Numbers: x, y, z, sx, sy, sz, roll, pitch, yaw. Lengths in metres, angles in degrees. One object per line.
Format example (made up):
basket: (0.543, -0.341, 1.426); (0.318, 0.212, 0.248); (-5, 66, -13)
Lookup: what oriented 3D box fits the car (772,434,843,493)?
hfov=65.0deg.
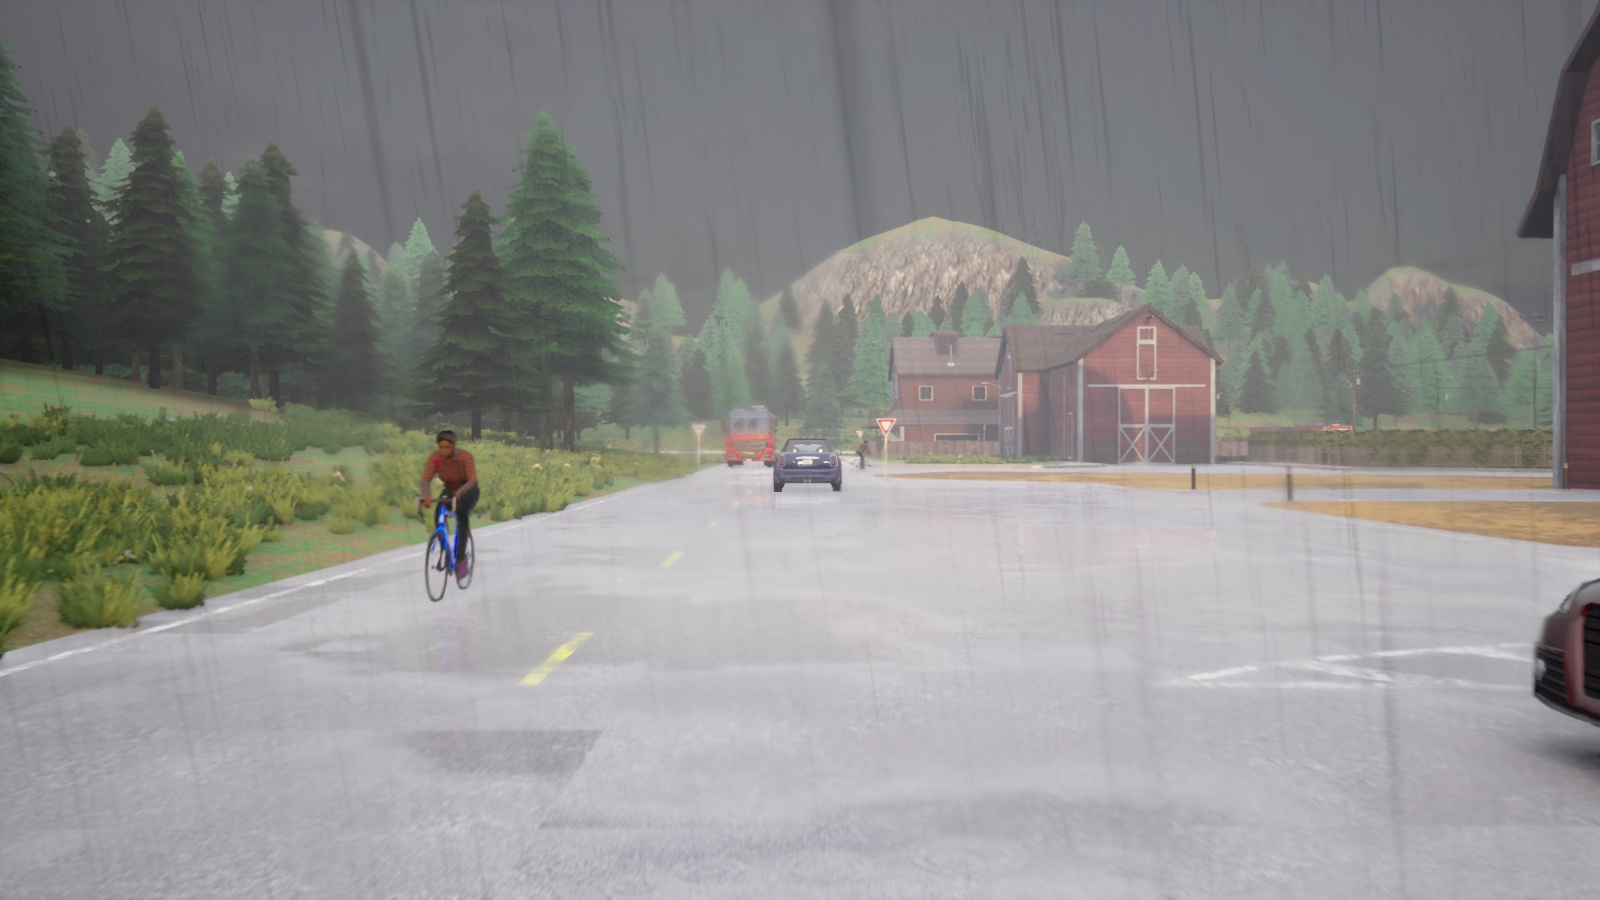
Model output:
car: (0.242, 0.381, 39.748); (2.097, 1.767, 4.553); (0, 0, 0)

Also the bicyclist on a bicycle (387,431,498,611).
bicyclist on a bicycle: (-3.416, 0.628, 12.129); (0.582, 1.620, 1.656); (0, 1, 0)

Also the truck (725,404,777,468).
truck: (-3.032, -0.868, 79.419); (2.891, 3.827, 8.468); (0, 0, 0)
